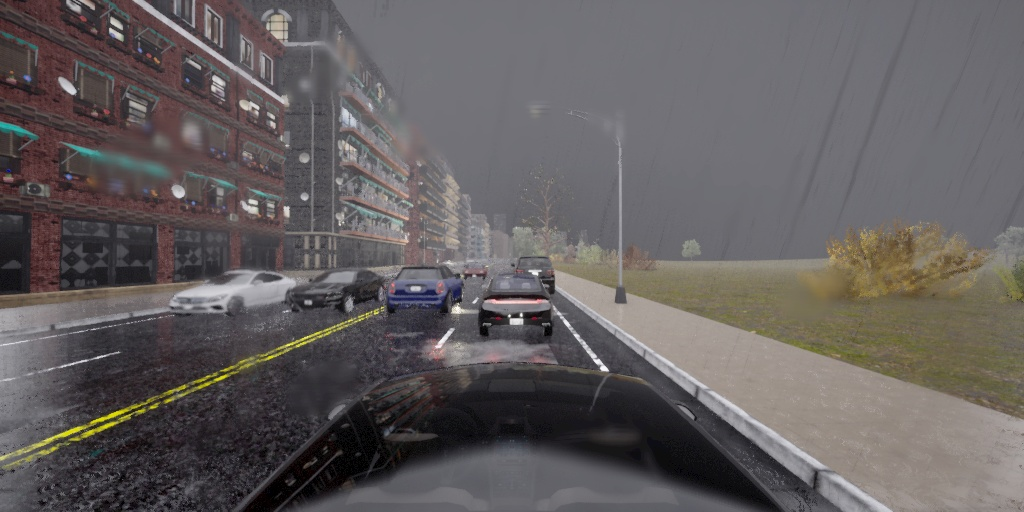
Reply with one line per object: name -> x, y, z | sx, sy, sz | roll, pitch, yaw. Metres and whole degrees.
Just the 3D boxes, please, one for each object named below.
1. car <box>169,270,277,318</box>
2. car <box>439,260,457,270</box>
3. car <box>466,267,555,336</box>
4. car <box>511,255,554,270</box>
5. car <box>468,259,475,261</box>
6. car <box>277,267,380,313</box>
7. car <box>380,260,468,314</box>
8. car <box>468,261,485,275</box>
car -> -9.839, 1.277, 13.228 | 1.812, 1.442, 4.674 | 0, 0, 0
car -> -9.857, 1.349, 55.453 | 1.895, 1.301, 4.718 | 0, 0, 0
car -> 0.098, 1.243, 10.378 | 2.128, 1.511, 4.902 | 0, 0, 0
car -> 1.133, 0.976, 20.248 | 2.150, 2.045, 5.566 | 0, 0, 0
car -> -6.603, 1.274, 57.158 | 1.812, 1.442, 4.674 | 0, 0, 0
car -> -6.602, 1.229, 14.115 | 1.882, 1.535, 5.008 | 0, 0, 0
car -> -3.153, 1.104, 13.872 | 2.097, 1.767, 4.553 | 0, 0, 0
car -> -3.160, 1.352, 32.159 | 1.895, 1.301, 4.718 | 0, 0, 0
